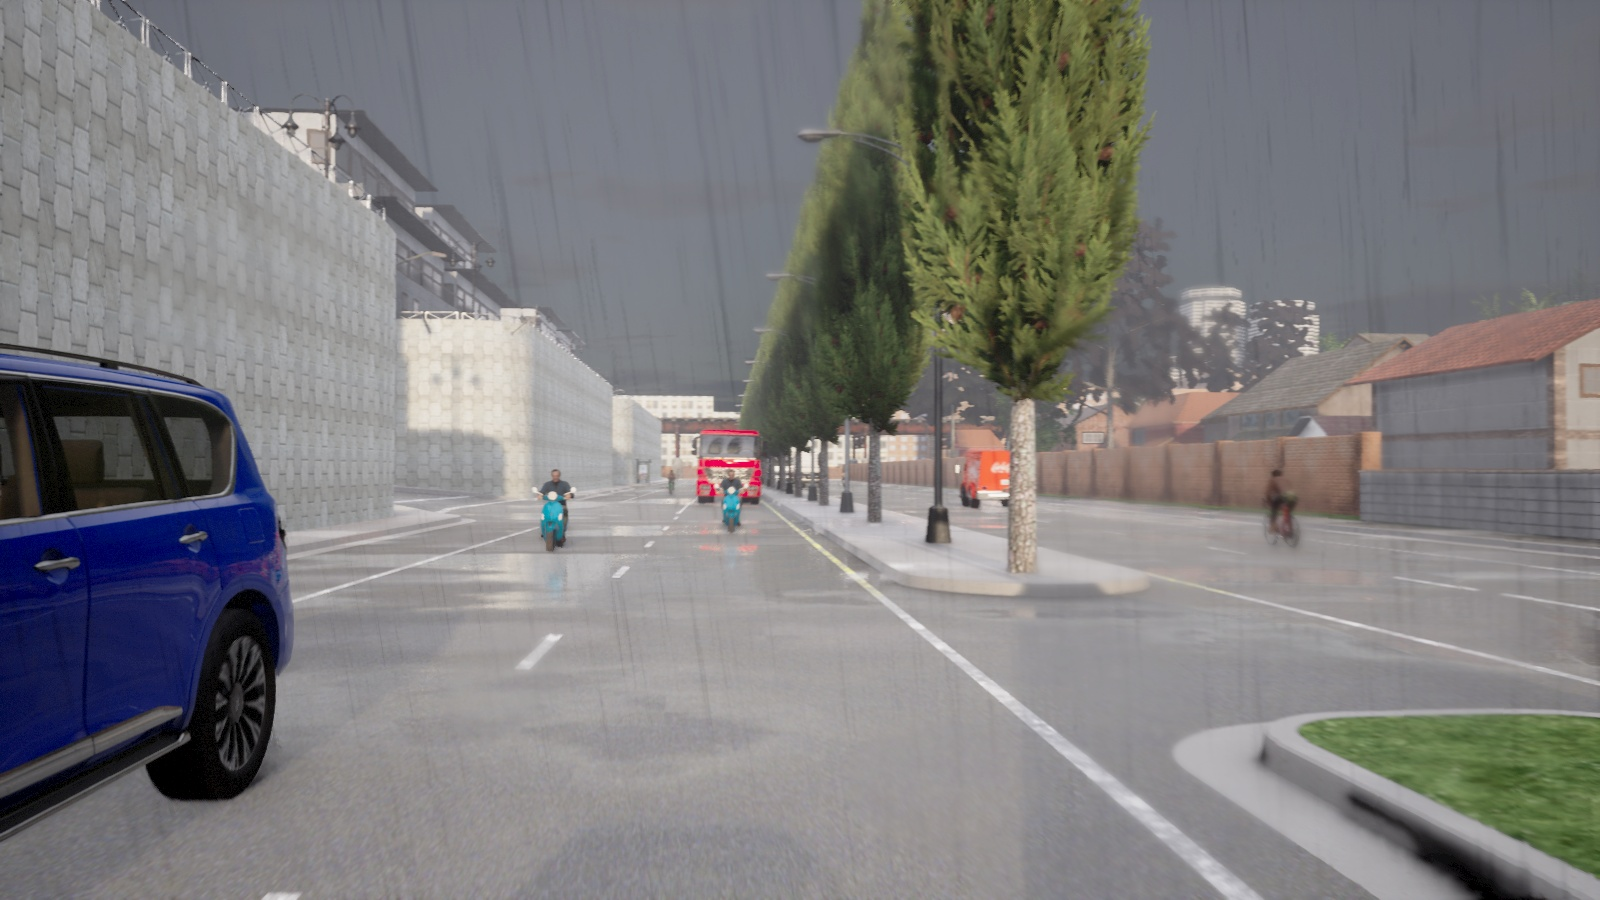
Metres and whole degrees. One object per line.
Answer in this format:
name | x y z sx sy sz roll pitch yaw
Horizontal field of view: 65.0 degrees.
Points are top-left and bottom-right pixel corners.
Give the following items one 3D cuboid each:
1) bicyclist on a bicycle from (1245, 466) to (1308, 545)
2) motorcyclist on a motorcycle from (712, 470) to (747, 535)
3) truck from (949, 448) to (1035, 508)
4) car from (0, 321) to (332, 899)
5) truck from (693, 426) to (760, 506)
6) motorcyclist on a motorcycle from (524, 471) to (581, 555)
bicyclist on a bicycle | 10.062 1.158 26.570 0.582 1.620 1.656 0 -1 -4
motorcyclist on a motorcycle | -1.799 1.315 32.047 0.866 1.590 1.817 0 -1 -4
truck | 8.306 1.203 54.882 2.627 2.467 5.204 0 -1 -4
car | -3.639 0.628 4.450 2.150 2.045 5.566 0 -1 -3
truck | -3.477 0.818 59.095 2.891 3.462 7.936 1 -2 -4
motorcyclist on a motorcycle | -4.851 1.209 24.734 0.866 1.590 1.817 0 -1 -3
